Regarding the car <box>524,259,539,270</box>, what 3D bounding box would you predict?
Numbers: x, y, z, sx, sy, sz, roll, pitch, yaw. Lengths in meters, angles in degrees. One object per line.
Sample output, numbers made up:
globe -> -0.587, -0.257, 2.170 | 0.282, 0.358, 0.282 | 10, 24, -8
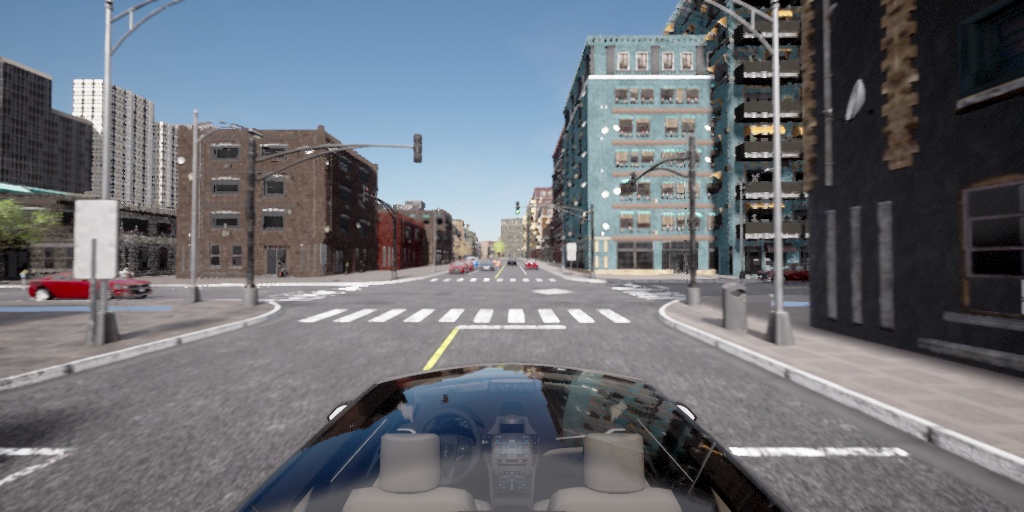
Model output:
car -> 2.707, 1.112, 50.679 | 1.967, 1.591, 4.097 | 0, 0, 0

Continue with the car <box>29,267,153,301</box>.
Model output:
car -> -19.289, 1.342, 16.548 | 4.507, 1.381, 1.888 | 0, 0, 1

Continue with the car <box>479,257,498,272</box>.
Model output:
car -> -3.061, 1.207, 45.411 | 1.812, 1.442, 4.674 | 0, 0, 0

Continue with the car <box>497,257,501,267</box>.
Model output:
car -> -3.012, 1.008, 61.737 | 2.097, 1.767, 4.553 | 0, 0, 1

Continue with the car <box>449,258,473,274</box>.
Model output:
car -> -5.754, 1.236, 39.252 | 1.888, 1.381, 4.507 | 0, 0, 0

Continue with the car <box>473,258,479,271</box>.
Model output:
car -> -5.676, 1.227, 44.934 | 1.888, 1.381, 4.507 | 0, 0, 0

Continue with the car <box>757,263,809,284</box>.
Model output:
car -> 19.484, 1.167, 24.775 | 4.507, 1.381, 1.888 | 0, 0, 1
